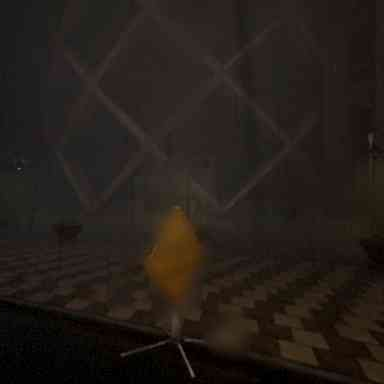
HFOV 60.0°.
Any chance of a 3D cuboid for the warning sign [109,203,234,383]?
[{"bbox_3d":[-0.209,1.103,4.261,1.060,1.860,1.300,0,0,29],"label":"warning sign"}]
